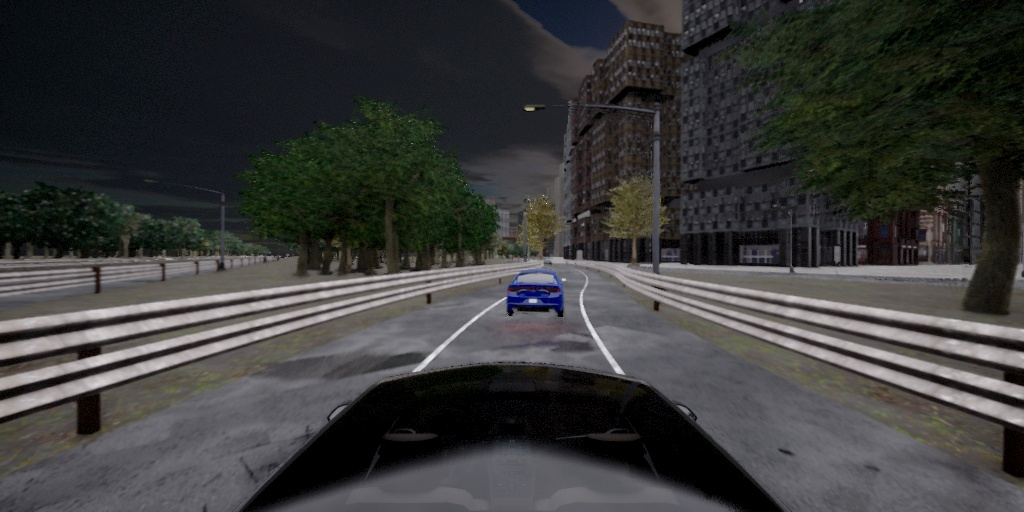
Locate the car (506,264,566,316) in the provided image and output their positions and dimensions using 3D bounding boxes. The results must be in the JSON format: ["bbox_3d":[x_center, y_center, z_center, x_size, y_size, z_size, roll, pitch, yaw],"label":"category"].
[{"bbox_3d":[0.998,1.249,13.537,1.882,1.535,5.008,0,0,8],"label":"car"}]
